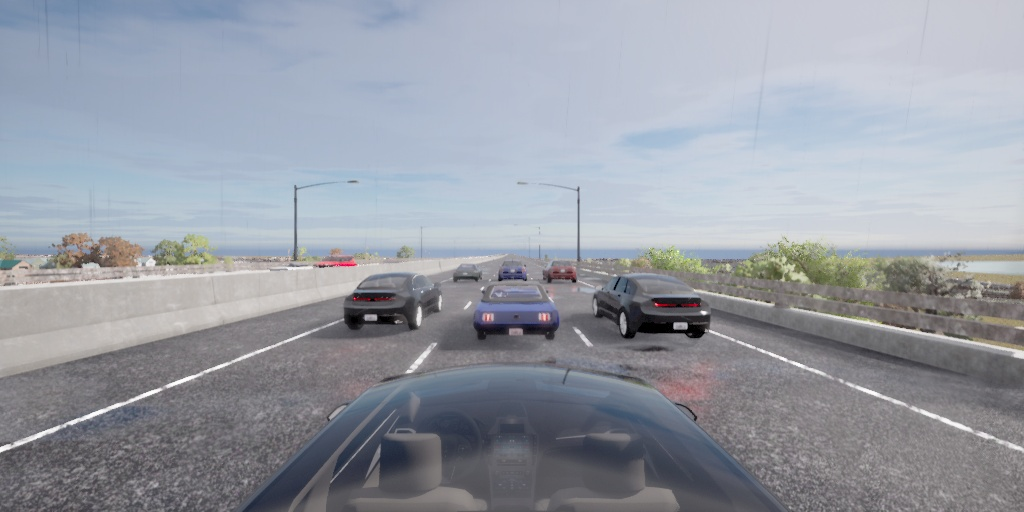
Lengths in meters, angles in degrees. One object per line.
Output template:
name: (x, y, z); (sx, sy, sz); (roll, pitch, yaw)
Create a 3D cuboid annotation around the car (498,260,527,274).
car: (0.062, 1.079, 27.538); (2.097, 1.767, 4.553); (0, 0, 0)

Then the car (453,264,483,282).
car: (-3.437, 1.290, 28.366); (1.994, 1.385, 4.181); (0, 0, 0)

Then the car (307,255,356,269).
car: (-17.646, 0.941, 35.894); (2.150, 2.045, 5.566); (0, 0, 0)

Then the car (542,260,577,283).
car: (3.569, 1.079, 27.544); (2.097, 1.767, 4.553); (0, 0, -1)

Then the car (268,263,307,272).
car: (-21.143, 1.321, 34.524); (1.895, 1.301, 4.718); (0, 0, 0)

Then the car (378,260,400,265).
car: (-14.146, 1.191, 41.355); (1.882, 1.535, 5.008); (0, 0, 0)

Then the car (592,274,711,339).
car: (3.588, 1.248, 10.067); (1.837, 1.490, 4.892); (0, 0, 0)

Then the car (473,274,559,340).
car: (0.089, 1.344, 9.910); (1.895, 1.301, 4.718); (0, 0, 0)

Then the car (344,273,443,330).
car: (-3.413, 1.247, 11.087); (1.837, 1.490, 4.892); (0, 0, 0)
